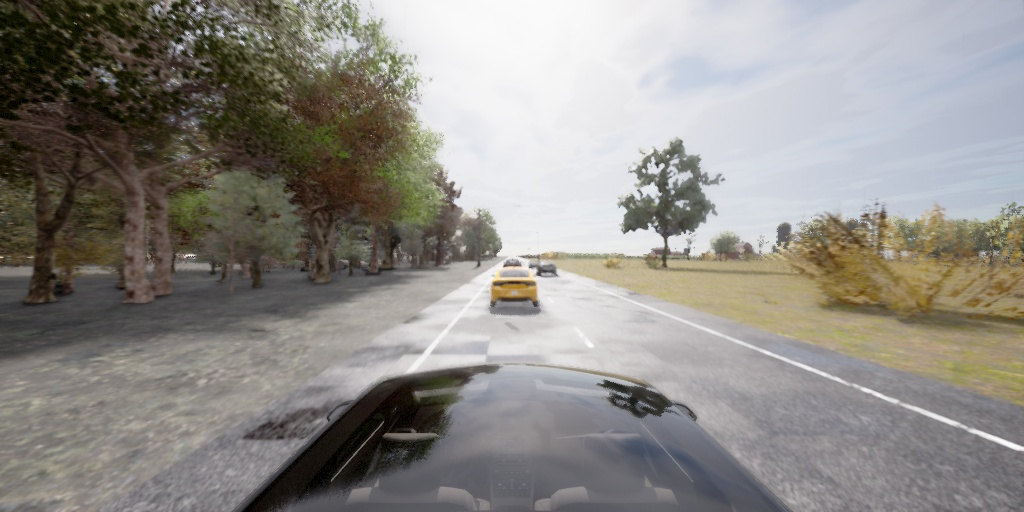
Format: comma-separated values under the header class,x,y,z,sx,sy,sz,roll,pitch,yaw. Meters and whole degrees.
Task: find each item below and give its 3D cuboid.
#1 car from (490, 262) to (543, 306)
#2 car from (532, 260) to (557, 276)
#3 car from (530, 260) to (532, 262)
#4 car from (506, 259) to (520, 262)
class,x,y,z,sx,sy,sz,roll,pitch,yaw
car,0.094,1.218,15.749,1.882,1.535,5.008,0,0,0
car,3.531,1.210,36.809,2.128,1.511,4.902,0,0,1
car,3.562,1.295,56.678,1.895,1.301,4.718,0,0,0
car,0.081,1.069,39.618,2.097,1.767,4.553,0,0,0
